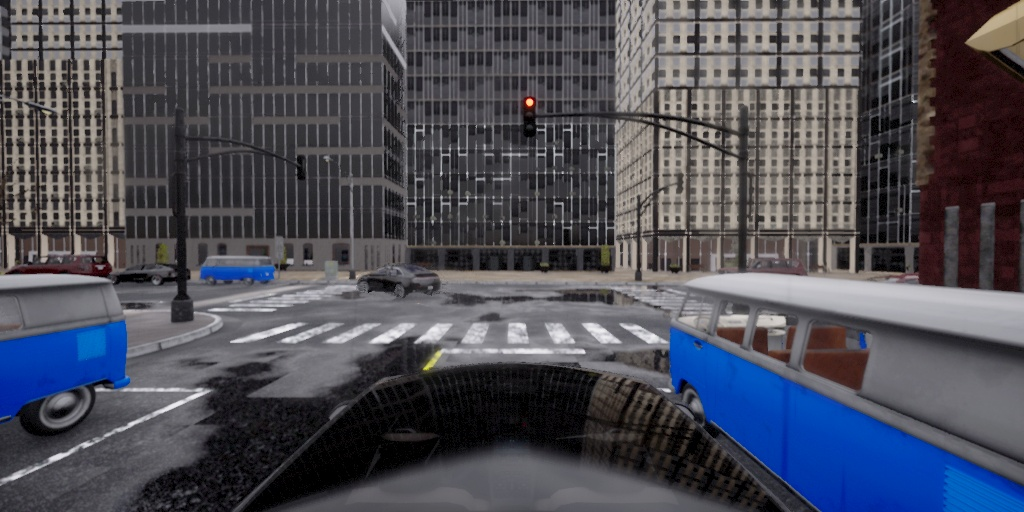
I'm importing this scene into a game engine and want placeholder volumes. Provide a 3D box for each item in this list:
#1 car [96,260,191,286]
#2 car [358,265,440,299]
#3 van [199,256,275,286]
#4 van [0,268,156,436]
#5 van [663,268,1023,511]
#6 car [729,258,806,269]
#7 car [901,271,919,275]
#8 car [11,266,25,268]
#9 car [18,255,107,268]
[{"bbox_3d":[-22.618,1.109,22.423,4.313,1.339,1.948,0,0,1],"label":"car"},{"bbox_3d":[-5.682,1.189,17.758,4.902,1.511,2.128,1,1,36],"label":"car"},{"bbox_3d":[-17.096,0.910,22.374,3.998,1.789,1.690,0,0,1],"label":"van"},{"bbox_3d":[-5.690,1.088,2.837,1.690,1.789,3.998,0,0,0],"label":"van"},{"bbox_3d":[2.691,1.088,2.783,1.690,1.789,3.998,0,0,0],"label":"van"},{"bbox_3d":[15.292,1.047,22.083,5.009,1.841,2.192,0,0,1],"label":"car"},{"bbox_3d":[15.216,1.412,13.705,4.507,1.381,1.888,0,0,1],"label":"car"},{"bbox_3d":[-22.695,1.223,14.045,4.507,1.381,1.888,0,0,1],"label":"car"},{"bbox_3d":[-28.141,0.834,22.473,5.009,1.841,2.192,0,0,1],"label":"car"}]
